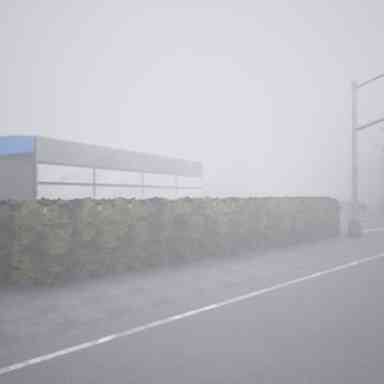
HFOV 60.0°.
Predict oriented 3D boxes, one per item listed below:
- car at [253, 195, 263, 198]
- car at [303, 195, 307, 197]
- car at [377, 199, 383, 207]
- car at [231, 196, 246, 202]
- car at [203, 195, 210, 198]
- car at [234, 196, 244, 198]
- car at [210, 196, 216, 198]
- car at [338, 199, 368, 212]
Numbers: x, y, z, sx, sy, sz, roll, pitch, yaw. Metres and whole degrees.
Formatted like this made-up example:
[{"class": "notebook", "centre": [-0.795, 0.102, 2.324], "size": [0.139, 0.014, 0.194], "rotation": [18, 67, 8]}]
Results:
[{"class": "car", "centre": [16.479, 1.663, 81.749], "size": [5.027, 1.636, 2.152], "rotation": [0, 0, -40]}, {"class": "car", "centre": [24.721, 1.540, 71.964], "size": [3.866, 1.878, 1.905], "rotation": [0, 0, -40]}, {"class": "car", "centre": [31.179, 1.745, 53.202], "size": [3.806, 1.475, 1.970], "rotation": [0, 0, -40]}, {"class": "car", "centre": [12.097, 1.764, 86.449], "size": [3.806, 1.475, 1.970], "rotation": [0, 0, -40]}, {"class": "car", "centre": [1.161, 1.533, 72.952], "size": [4.605, 1.855, 1.932], "rotation": [0, 0, -40]}, {"class": "car", "centre": [8.641, 1.685, 62.965], "size": [4.514, 1.523, 2.007], "rotation": [0, 0, -40]}, {"class": "car", "centre": [4.346, 1.808, 84.709], "size": [4.514, 1.523, 2.007], "rotation": [0, 0, -40]}, {"class": "car", "centre": [18.868, 1.598, 38.926], "size": [4.514, 1.523, 2.007], "rotation": [0, 0, -40]}]
